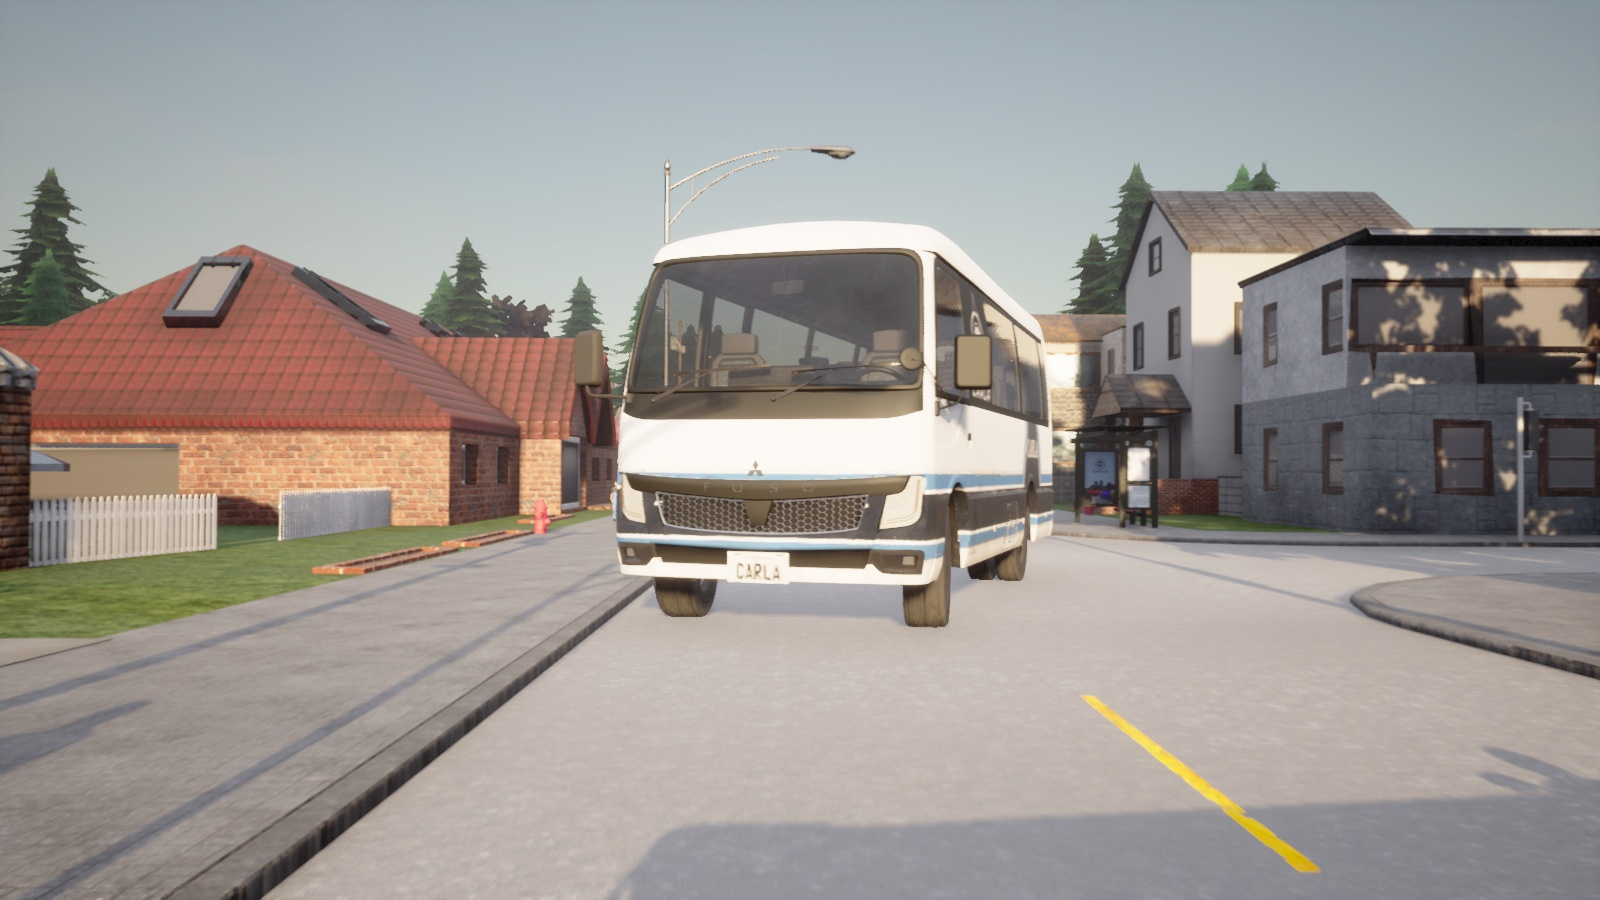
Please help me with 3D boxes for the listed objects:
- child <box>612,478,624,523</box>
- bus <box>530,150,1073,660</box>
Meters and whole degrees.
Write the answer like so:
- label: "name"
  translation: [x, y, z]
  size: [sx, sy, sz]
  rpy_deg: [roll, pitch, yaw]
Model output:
- label: "child"
  translation: [-5.132, 1.418, 35.406]
  size: [0.270, 1.263, 0.437]
  rpy_deg: [0, -1, -2]
- label: "bus"
  translation: [0.947, -0.298, 15.962]
  size: [3.944, 4.253, 10.273]
  rpy_deg: [0, -1, 18]
